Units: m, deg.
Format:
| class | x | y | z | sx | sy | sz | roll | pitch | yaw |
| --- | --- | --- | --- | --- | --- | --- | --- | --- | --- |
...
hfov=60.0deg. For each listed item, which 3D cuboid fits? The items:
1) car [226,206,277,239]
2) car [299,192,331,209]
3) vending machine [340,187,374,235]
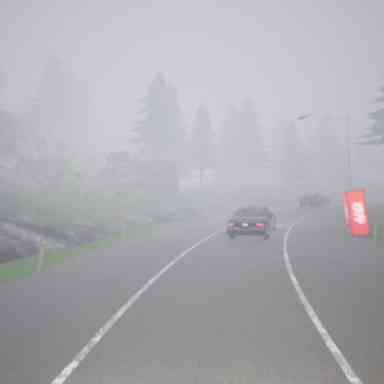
| class | x | y | z | sx | sy | sz | roll | pitch | yaw |
| --- | --- | --- | --- | --- | --- | --- | --- | --- | --- |
| car | 3.058 | 1.377 | 16.401 | 2.033 | 1.411 | 5.357 | -1 | 1 | 19 |
| car | 12.228 | 0.780 | 32.953 | 2.128 | 1.511 | 4.902 | -4 | 0 | 38 |
| vending machine | 7.717 | 0.916 | 15.613 | 1.100 | 2.100 | 0.880 | -7 | -7 | 19 |
